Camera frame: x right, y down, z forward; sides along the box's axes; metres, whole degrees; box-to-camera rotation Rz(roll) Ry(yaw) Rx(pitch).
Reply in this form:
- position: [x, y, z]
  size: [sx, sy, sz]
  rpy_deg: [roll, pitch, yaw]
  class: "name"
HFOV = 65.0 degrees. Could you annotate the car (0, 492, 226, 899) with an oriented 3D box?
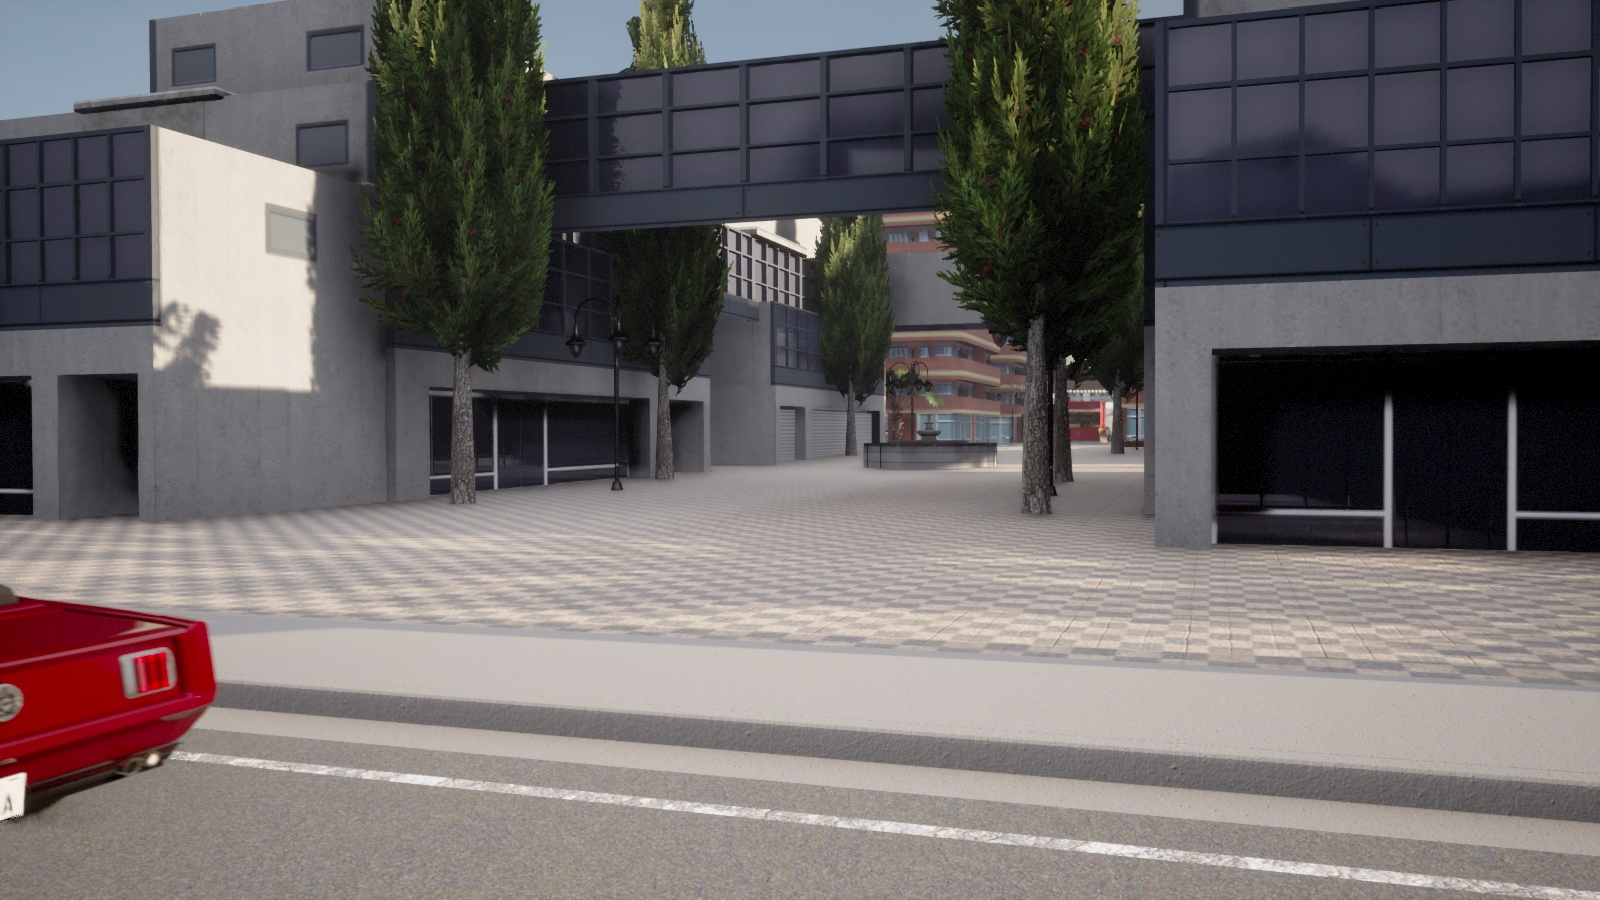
- position: [-4.808, 0.832, 4.820]
  size: [4.718, 1.301, 1.895]
  rpy_deg: [1, 1, 19]
  class: "car"
